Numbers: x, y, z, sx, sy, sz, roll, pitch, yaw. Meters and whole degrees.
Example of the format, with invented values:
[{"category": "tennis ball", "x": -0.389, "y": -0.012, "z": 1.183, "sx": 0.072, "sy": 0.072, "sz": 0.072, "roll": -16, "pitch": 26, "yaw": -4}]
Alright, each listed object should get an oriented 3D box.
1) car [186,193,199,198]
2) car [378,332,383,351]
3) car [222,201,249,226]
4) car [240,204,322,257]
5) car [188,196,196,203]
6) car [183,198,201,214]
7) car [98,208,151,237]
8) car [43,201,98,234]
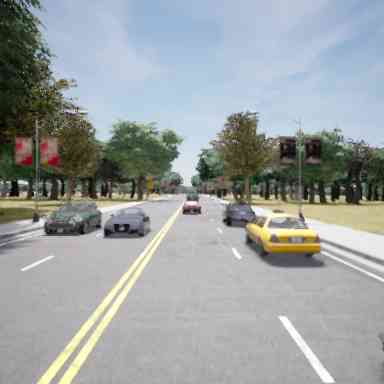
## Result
[{"category": "car", "x": 0.089, "y": 1.264, "z": 56.982, "sx": 2.150, "sy": 2.045, "sz": 5.566, "roll": 0, "pitch": 0, "yaw": 0}, {"category": "car", "x": 3.250, "y": 1.548, "z": 1.676, "sx": 2.033, "sy": 1.411, "sz": 5.357, "roll": 0, "pitch": 0, "yaw": 0}, {"category": "car", "x": 3.245, "y": 1.440, "z": 23.676, "sx": 2.033, "sy": 1.649, "sz": 4.856, "roll": 0, "pitch": 0, "yaw": 0}, {"category": "car", "x": 3.247, "y": 1.458, "z": 12.866, "sx": 1.801, "sy": 1.575, "sz": 5.366, "roll": 0, "pitch": 0, "yaw": 0}, {"category": "car", "x": -0.016, "y": 1.560, "z": 73.955, "sx": 1.837, "sy": 1.490, "sz": 4.892, "roll": 0, "pitch": 0, "yaw": 0}, {"category": "car", "x": -0.013, "y": 1.621, "z": 36.058, "sx": 1.895, "sy": 1.301, "sz": 4.718, "roll": 0, "pitch": 0, "yaw": 0}, {"category": "car", "x": -3.354, "y": 1.568, "z": 17.863, "sx": 1.994, "sy": 1.385, "sz": 4.181, "roll": 0, "pitch": 0, "yaw": 0}, {"category": "car", "x": -6.603, "y": 1.356, "z": 18.939, "sx": 2.097, "sy": 1.767, "sz": 4.553, "roll": 0, "pitch": 0, "yaw": 0}]
